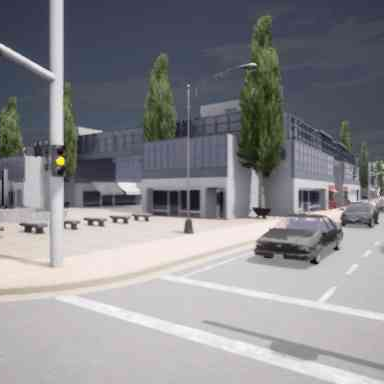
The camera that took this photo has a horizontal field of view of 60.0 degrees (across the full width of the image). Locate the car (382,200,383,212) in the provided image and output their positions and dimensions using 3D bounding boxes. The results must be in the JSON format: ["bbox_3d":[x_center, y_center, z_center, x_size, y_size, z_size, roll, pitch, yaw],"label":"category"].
[{"bbox_3d":[20.495,1.524,35.268,1.994,1.385,4.181,0,0,36],"label":"car"}]

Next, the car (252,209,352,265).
[{"bbox_3d":[4.108,1.533,12.116,2.033,1.411,5.357,0,0,35],"label":"car"}]

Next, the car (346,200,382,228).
[{"bbox_3d":[11.197,1.480,22.158,1.837,1.490,4.892,0,0,35],"label":"car"}]
